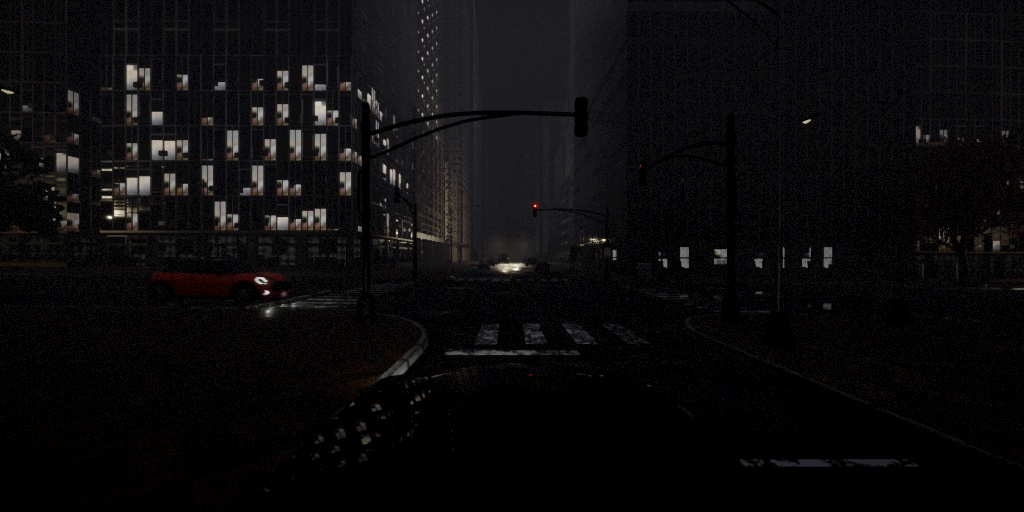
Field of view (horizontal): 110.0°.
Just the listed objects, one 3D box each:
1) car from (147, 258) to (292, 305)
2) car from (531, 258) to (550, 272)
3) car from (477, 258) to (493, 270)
[{"bbox_3d":[-11.403,0.914,14.295,4.553,1.767,2.097,1,0,-3],"label":"car"},{"bbox_3d":[3.880,1.329,46.591,1.948,1.339,4.313,0,0,0],"label":"car"},{"bbox_3d":[-4.079,1.342,52.076,1.802,1.307,4.207,0,0,0],"label":"car"}]
